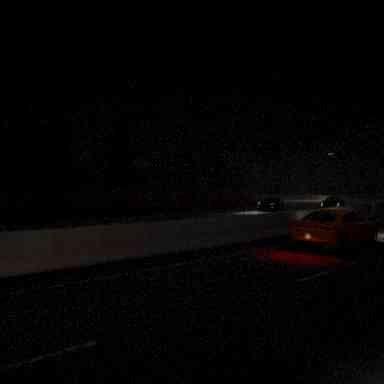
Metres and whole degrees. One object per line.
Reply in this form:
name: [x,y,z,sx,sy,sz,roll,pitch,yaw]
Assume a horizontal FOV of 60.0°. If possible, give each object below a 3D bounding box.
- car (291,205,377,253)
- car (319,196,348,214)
car: [6.014,1.458,13.814,5.008,1.535,1.882,0,0,-44]
car: [15.309,1.298,35.910,2.097,1.767,4.553,0,0,33]
